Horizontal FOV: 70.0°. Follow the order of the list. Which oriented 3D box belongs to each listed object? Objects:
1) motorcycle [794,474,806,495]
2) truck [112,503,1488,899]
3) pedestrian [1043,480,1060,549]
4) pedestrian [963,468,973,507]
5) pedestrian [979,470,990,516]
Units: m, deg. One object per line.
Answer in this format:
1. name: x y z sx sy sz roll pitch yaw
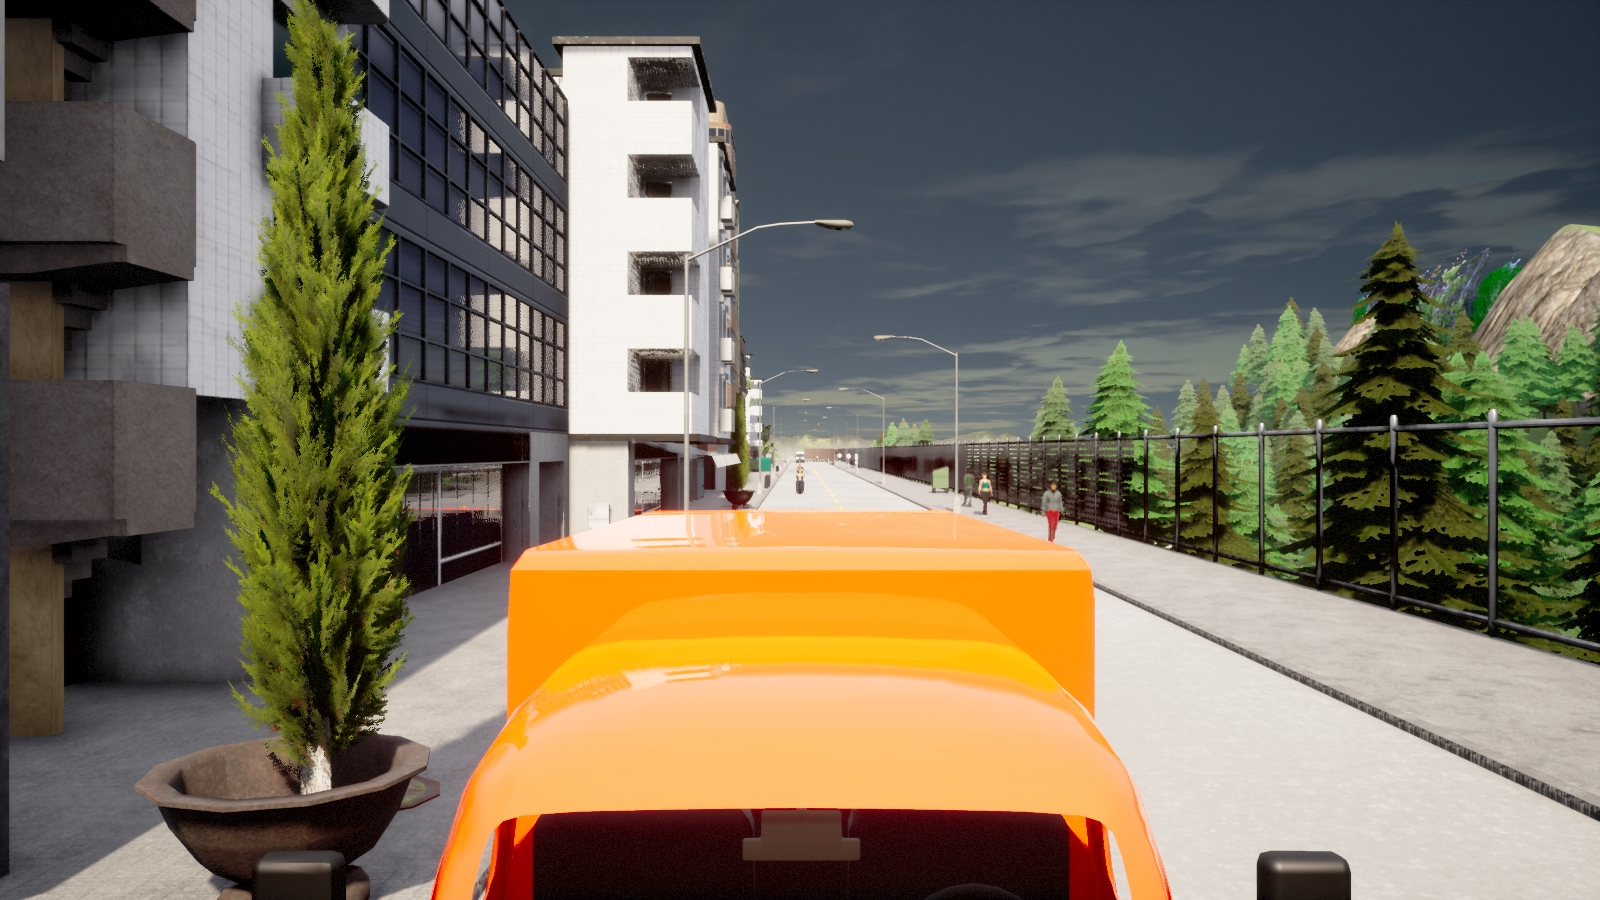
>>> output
1. motorcycle: 0.004 2.183 72.480 0.764 1.307 2.356 0 0 0
2. truck: 0.000 1.571 4.781 2.627 2.467 5.204 0 0 0
3. pedestrian: 6.887 1.757 31.341 0.375 1.860 0.375 0 0 -2
4. pedestrian: 7.985 1.766 54.215 0.375 1.860 0.375 0 0 -9
5. pedestrian: 7.617 1.764 47.146 0.375 1.860 0.375 0 0 1
